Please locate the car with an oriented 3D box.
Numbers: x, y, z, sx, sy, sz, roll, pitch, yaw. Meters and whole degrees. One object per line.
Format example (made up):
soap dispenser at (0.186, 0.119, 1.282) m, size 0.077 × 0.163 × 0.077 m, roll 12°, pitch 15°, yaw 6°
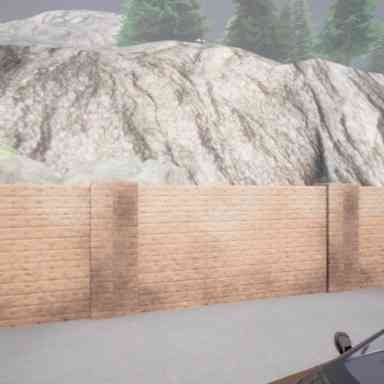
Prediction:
car at (2.148, 1.492, 1.920) m, size 4.902 × 1.511 × 2.128 m, roll 0°, pitch 0°, yaw -18°
